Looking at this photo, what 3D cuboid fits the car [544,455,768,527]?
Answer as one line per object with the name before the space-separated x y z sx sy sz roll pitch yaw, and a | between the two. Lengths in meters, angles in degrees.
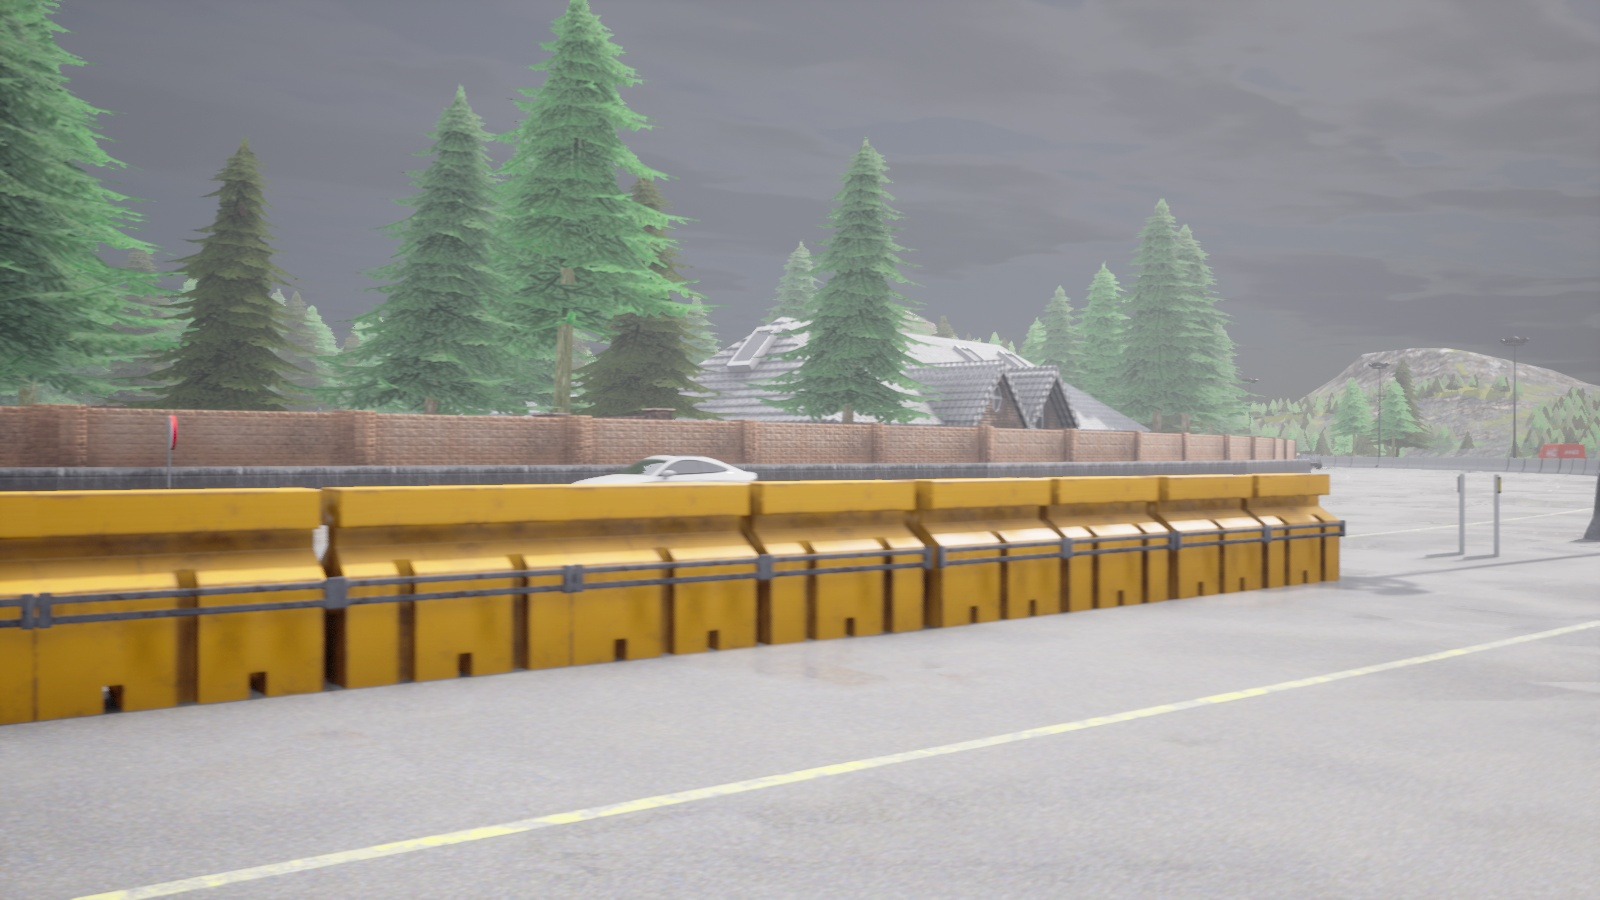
car | -3.105 0.847 27.679 4.674 1.442 1.812 0 0 -40
